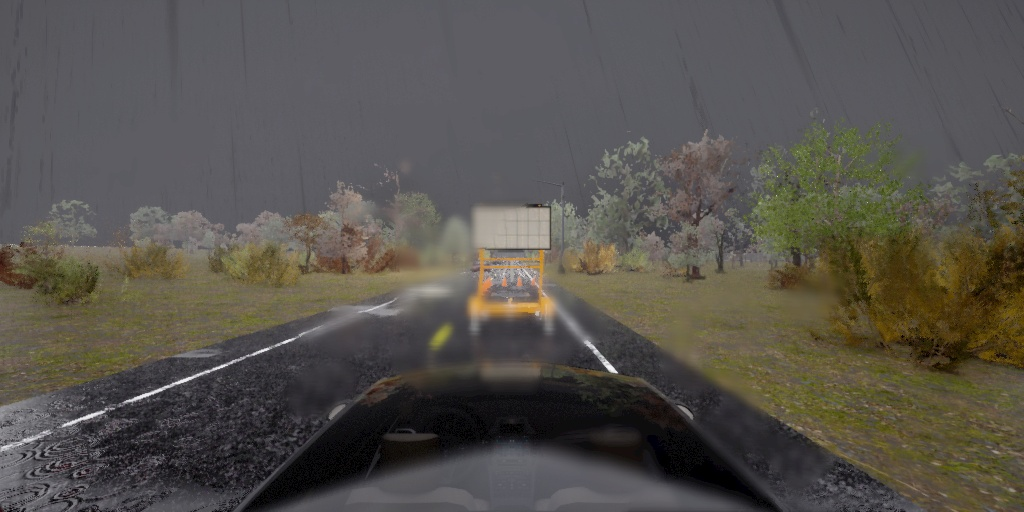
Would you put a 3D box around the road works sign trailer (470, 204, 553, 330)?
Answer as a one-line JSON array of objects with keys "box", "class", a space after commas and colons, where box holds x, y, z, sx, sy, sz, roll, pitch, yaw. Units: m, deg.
[{"box": [-0.003, 0.214, 11.055, 2.380, 3.560, 2.880, 0, 0, 0], "class": "road works sign trailer"}]

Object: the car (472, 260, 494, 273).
[{"box": [-3.616, 1.314, 42.843, 1.994, 1.385, 4.181, 0, 0, 0], "class": "car"}]
